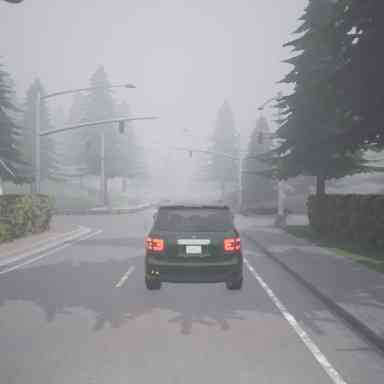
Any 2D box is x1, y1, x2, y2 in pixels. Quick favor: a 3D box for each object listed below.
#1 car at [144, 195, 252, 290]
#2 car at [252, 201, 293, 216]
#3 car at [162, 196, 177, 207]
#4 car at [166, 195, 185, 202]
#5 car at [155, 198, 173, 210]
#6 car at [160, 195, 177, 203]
[{"bbox_3d":[0.052,1.221,9.208,2.150,2.045,5.566,0,0,0],"label":"car"},{"bbox_3d":[6.531,1.510,29.448,4.674,1.442,1.812,0,0,3],"label":"car"},{"bbox_3d":[-3.660,1.491,53.985,2.128,1.511,4.902,0,0,0],"label":"car"},{"bbox_3d":[-3.820,1.478,74.421,1.882,1.535,5.008,0,0,-35],"label":"car"},{"bbox_3d":[-3.644,1.563,43.611,1.994,1.385,4.181,0,0,0],"label":"car"},{"bbox_3d":[-4.959,1.492,69.357,2.128,1.511,4.902,0,0,-24],"label":"car"}]
